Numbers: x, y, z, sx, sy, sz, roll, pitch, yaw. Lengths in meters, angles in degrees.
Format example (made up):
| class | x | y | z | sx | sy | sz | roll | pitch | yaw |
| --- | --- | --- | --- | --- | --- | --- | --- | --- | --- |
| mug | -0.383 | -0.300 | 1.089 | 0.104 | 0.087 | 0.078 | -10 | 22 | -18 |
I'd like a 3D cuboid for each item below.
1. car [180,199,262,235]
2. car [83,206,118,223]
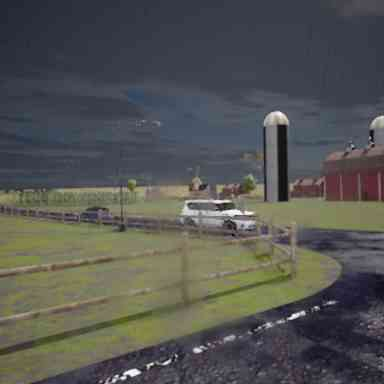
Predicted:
| class | x | y | z | sx | sy | sz | roll | pitch | yaw |
| --- | --- | --- | --- | --- | --- | --- | --- | --- | --- |
| car | 1.654 | 1.498 | 21.098 | 2.150 | 2.045 | 5.566 | -2 | 0 | -45 |
| car | -8.920 | 2.114 | 32.107 | 1.812 | 1.442 | 4.674 | -2 | 0 | -43 |
